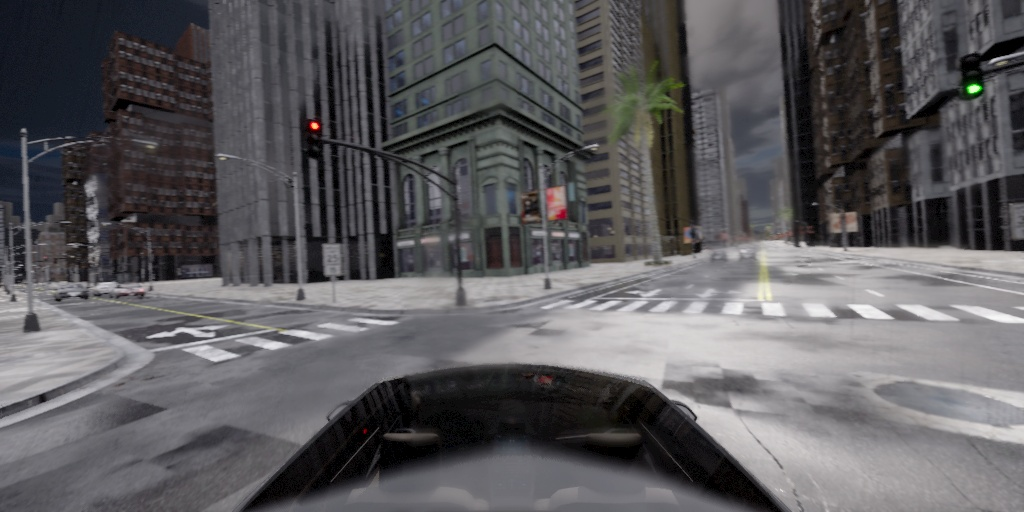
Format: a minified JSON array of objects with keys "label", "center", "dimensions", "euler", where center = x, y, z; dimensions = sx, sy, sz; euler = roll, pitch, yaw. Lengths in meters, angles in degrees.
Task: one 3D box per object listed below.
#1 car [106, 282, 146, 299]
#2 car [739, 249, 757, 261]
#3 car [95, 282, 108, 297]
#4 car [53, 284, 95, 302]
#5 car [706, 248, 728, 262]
[{"label":"car","center":[-36.166,3.266,33.710],"dimensions":[4.718,1.301,1.895],"euler":[-3,0,36]},{"label":"car","center":[30.721,-0.153,46.733],"dimensions":[2.128,1.511,4.902],"euler":[-4,-1,35]},{"label":"car","center":[-44.313,3.614,39.411],"dimensions":[4.674,1.442,1.812],"euler":[-3,0,35]},{"label":"car","center":[-41.541,3.414,33.792],"dimensions":[4.902,1.511,2.128],"euler":[-3,0,35]},{"label":"car","center":[28.065,0.028,48.597],"dimensions":[2.128,1.511,4.902],"euler":[-4,-1,35]}]
